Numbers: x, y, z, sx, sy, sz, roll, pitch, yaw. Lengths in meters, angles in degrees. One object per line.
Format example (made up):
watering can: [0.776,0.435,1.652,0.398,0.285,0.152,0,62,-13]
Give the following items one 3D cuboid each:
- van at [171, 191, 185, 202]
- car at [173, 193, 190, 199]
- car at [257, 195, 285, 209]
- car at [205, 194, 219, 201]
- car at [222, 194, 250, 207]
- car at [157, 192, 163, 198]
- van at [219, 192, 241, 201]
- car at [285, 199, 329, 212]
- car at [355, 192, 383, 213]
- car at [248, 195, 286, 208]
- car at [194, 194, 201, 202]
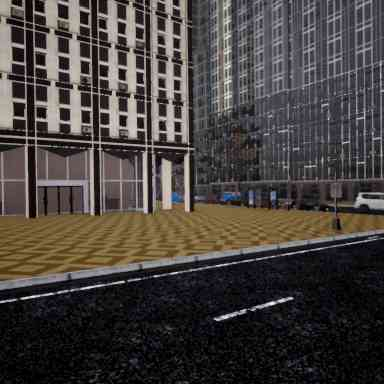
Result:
van: [-2.943,0.936,60.203,1.690,1.788,3.998,0,1,-34]
car: [-2.408,0.934,74.316,1.802,1.307,4.206,0,1,-34]
car: [9.752,1.386,41.348,1.802,1.307,4.206,-1,1,-34]
car: [3.986,1.042,64.918,1.802,1.307,4.206,-1,1,-34]
car: [6.603,1.318,46.079,1.947,1.339,4.313,-1,1,-34]
car: [-5.606,0.614,79.012,2.192,1.841,5.009,0,1,-34]
van: [7.182,0.853,60.215,1.690,1.788,3.998,-1,1,-34]
car: [12.935,1.422,36.637,1.947,1.339,4.313,-1,1,-34]
car: [19.000,1.091,32.685,2.150,2.045,5.566,-1,2,-36]
car: [10.218,1.225,45.452,2.128,1.511,4.902,-1,1,-34]
car: [-0.164,1.087,60.821,1.812,1.442,4.674,-1,1,-34]
